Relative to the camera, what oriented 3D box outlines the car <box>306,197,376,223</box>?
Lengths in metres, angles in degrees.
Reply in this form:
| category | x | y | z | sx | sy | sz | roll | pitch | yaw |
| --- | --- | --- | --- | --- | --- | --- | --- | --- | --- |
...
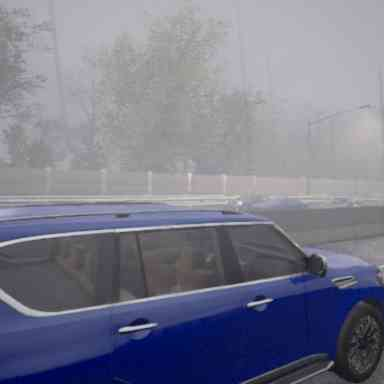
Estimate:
| category | x | y | z | sx | sy | sz | roll | pitch | yaw |
| --- | --- | --- | --- | --- | --- | --- | --- | --- | --- |
| car | 10.443 | 1.191 | 23.242 | 4.902 | 1.511 | 2.128 | 0 | 1 | -33 |

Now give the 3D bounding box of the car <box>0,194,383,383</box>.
| category | x | y | z | sx | sy | sz | roll | pitch | yaw |
| --- | --- | --- | --- | --- | --- | --- | --- | --- | --- |
| car | -0.059 | 1.148 | 3.727 | 5.566 | 2.045 | 2.150 | 0 | 1 | -33 |

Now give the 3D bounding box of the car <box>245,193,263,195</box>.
| category | x | y | z | sx | sy | sz | roll | pitch | yaw |
| --- | --- | --- | --- | --- | --- | --- | --- | --- | --- |
| car | 6.656 | 1.101 | 24.962 | 5.008 | 1.535 | 1.882 | 0 | 1 | -33 |
